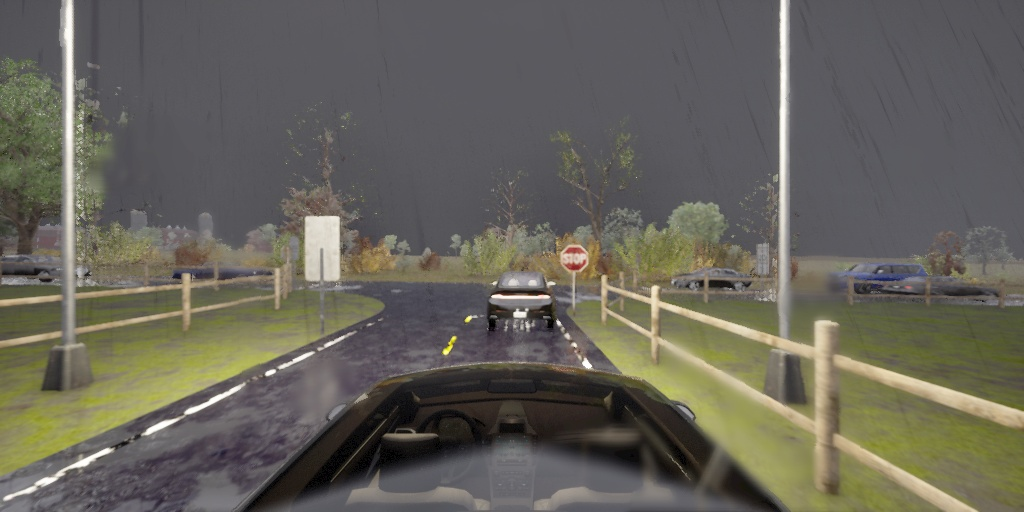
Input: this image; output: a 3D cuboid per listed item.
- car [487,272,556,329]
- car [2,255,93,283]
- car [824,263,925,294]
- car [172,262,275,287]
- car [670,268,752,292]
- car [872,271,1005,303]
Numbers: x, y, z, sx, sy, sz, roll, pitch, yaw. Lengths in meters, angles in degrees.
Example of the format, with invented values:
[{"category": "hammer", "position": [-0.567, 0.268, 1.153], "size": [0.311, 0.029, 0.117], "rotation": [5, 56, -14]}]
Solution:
[{"category": "car", "position": [0.353, 1.233, 11.253], "size": [2.128, 1.511, 4.902], "rotation": [0, 0, 4]}, {"category": "car", "position": [-27.234, 0.684, 20.632], "size": [4.902, 1.511, 2.128], "rotation": [1, 1, 0]}, {"category": "car", "position": [23.866, 1.471, 23.539], "size": [5.566, 2.045, 2.150], "rotation": [1, 1, 0]}, {"category": "car", "position": [-16.362, 1.029, 20.626], "size": [4.718, 1.301, 1.895], "rotation": [1, 1, 0]}, {"category": "car", "position": [12.996, 1.512, 23.548], "size": [4.902, 1.511, 2.128], "rotation": [1, 1, 0]}, {"category": "car", "position": [24.586, 1.854, 20.605], "size": [5.357, 1.411, 2.033], "rotation": [1, 1, 0]}]
